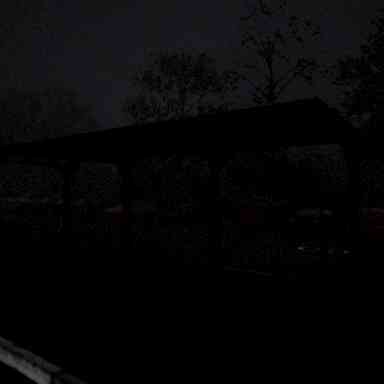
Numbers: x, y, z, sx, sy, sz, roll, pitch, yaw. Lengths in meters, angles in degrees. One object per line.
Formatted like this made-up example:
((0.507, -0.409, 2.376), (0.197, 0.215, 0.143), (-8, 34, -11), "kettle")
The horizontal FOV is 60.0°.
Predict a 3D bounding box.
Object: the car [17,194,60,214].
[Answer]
((-13.734, 1.291, 32.389), (2.097, 1.535, 5.008), (1, 0, 35), "car")

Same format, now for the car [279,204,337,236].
((6.649, 1.515, 17.952), (2.002, 1.452, 4.674), (1, 0, 35), "car")

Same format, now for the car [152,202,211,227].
((-0.161, 1.443, 22.740), (2.163, 1.488, 4.792), (1, 0, 35), "car")

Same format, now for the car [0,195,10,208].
((-25.081, 1.206, 40.378), (2.163, 1.488, 4.792), (1, 1, 35), "car")

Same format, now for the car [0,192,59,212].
((-16.018, 1.019, 33.964), (2.435, 2.045, 5.566), (1, 0, 35), "car")

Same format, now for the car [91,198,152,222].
((-4.783, 1.369, 25.820), (1.946, 1.575, 5.366), (1, 0, 35), "car")

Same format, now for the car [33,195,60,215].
((-11.468, 1.311, 30.786), (2.097, 1.535, 5.008), (1, 0, 35), "car")

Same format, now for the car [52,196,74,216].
((-9.202, 1.333, 29.183), (2.231, 1.521, 4.892), (1, 0, 35), "car")

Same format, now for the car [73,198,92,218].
((-6.924, 1.381, 27.598), (2.163, 1.488, 4.792), (1, 0, 35), "car")

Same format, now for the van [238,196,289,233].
((4.455, 1.228, 19.652), (1.878, 1.987, 4.442), (1, 0, 35), "van")

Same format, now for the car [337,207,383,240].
((8.915, 1.495, 16.346), (2.097, 1.535, 5.008), (1, 0, 35), "car")
